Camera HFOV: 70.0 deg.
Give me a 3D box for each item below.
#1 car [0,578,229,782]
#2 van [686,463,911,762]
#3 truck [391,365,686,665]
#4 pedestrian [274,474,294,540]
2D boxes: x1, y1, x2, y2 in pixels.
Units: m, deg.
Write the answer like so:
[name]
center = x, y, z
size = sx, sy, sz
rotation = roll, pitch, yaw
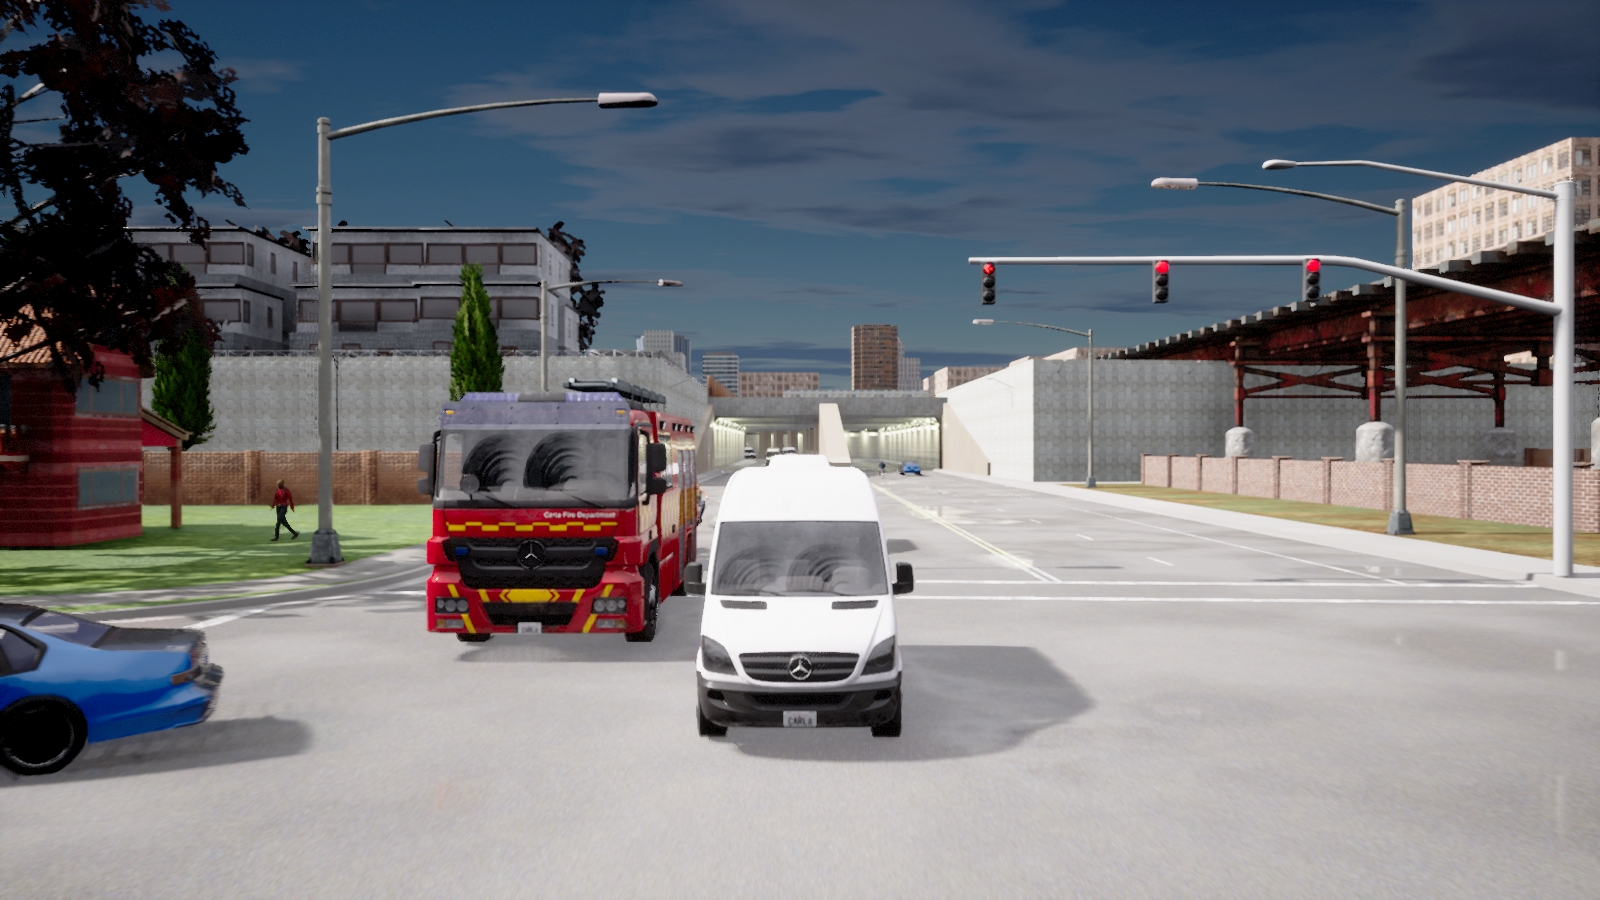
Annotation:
[car]
center = -8.058, 2.059, 10.008
size = 5.357, 1.411, 2.033
rotation = 0, 0, -23
[van]
center = -0.016, 1.475, 13.063
size = 1.988, 2.561, 5.915
rotation = 0, 0, 0
[truck]
center = -3.749, 0.817, 18.792
size = 2.891, 3.827, 8.468
rotation = 0, 0, 0
[pedestrian]
center = -14.534, 1.598, 32.184
size = 0.375, 1.860, 0.375
rotation = 0, 0, 19
